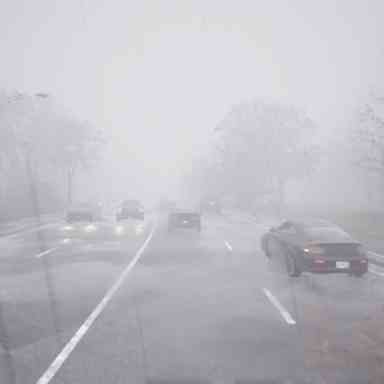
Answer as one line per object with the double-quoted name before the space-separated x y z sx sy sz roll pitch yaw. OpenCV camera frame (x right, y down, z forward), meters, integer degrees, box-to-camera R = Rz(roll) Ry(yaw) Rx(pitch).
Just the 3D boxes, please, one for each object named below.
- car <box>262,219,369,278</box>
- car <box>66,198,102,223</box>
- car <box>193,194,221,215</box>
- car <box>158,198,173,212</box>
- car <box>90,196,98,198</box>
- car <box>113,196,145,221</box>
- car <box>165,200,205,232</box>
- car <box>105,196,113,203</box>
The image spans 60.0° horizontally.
"car" 3.452 1.527 10.039 1.812 1.442 4.674 0 0 -1
"car" -8.247 1.481 25.699 1.882 1.535 5.008 0 0 -6
"car" 1.470 1.231 34.103 2.150 2.045 5.566 0 0 -9
"car" -2.906 1.486 38.671 1.882 1.535 5.008 0 0 -11
"car" -19.123 1.543 65.122 1.994 1.385 4.181 0 0 -26
"car" -4.869 1.357 26.912 2.097 1.767 4.553 0 0 -7
"car" -0.543 1.482 20.438 1.882 1.535 5.008 0 0 -4
"car" -16.056 1.551 66.842 1.994 1.385 4.181 0 0 -26
